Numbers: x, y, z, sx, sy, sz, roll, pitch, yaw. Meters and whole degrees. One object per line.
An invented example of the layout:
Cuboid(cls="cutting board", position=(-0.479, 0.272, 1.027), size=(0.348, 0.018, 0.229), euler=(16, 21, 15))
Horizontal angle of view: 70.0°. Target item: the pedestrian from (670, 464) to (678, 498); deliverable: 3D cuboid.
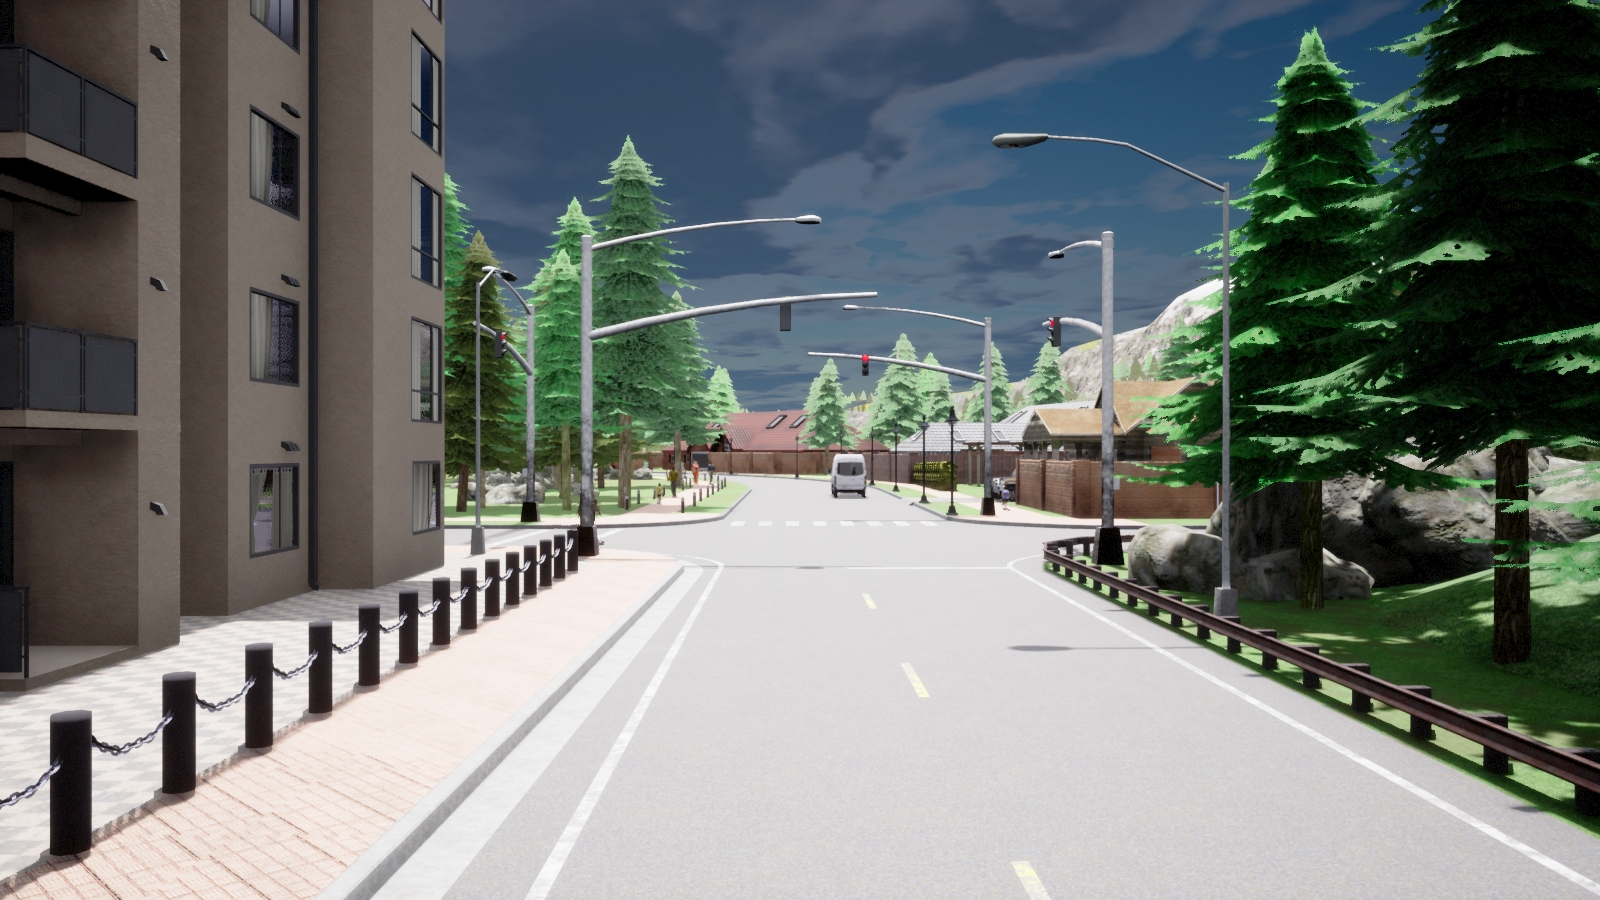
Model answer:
Cuboid(cls="pedestrian", position=(-6.886, 1.701, 62.334), size=(0.375, 1.860, 0.375), euler=(0, 0, -1))

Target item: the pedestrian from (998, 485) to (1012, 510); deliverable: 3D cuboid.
Cuboid(cls="pedestrian", position=(9.010, 2.079, 50.178), size=(0.500, 1.100, 0.500), euler=(0, 0, -6))

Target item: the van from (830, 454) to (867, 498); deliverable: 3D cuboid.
Cuboid(cls="van", position=(2.935, 1.544, 70.313), size=(1.988, 2.561, 5.915), euler=(0, 0, 0))

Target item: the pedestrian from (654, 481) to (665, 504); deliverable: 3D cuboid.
Cuboid(cls="pedestrian", position=(-6.865, 2.077, 55.866), size=(0.500, 1.100, 0.500), euler=(0, 0, -2))

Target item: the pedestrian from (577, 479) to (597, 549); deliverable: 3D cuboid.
Cuboid(cls="pedestrian", position=(-5.693, 1.698, 30.516), size=(0.375, 1.860, 0.375), euler=(0, 0, 42))
